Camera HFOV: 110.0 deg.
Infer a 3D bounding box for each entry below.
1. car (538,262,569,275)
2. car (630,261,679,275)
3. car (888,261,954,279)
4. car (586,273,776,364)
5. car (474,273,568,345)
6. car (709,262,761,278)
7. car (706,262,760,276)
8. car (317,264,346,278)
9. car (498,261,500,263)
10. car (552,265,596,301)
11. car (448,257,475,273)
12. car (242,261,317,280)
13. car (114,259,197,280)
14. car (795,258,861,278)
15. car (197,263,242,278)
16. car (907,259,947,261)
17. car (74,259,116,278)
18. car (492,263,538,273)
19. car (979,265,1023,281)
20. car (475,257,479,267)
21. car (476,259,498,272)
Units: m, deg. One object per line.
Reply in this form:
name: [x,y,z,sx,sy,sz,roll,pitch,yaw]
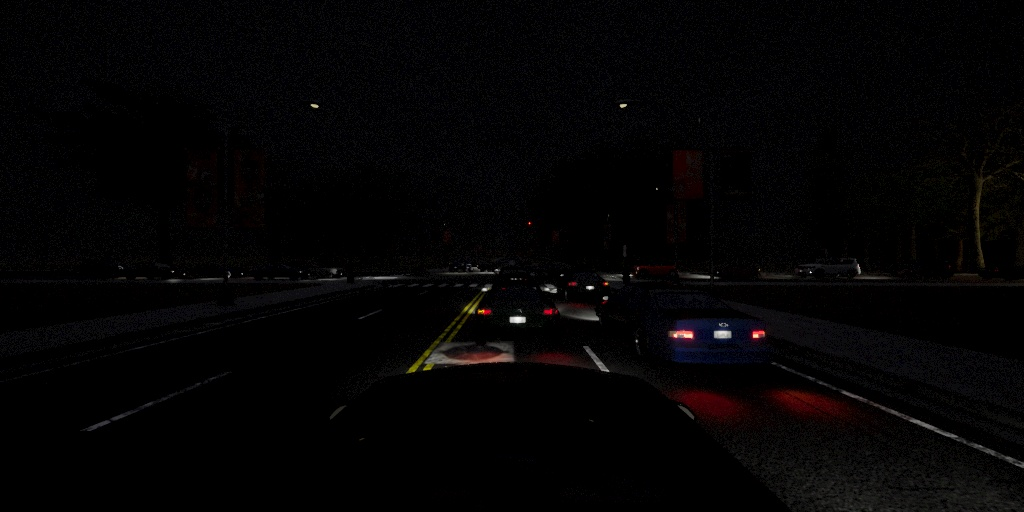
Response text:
car: [4.777,1.335,34.991,4.902,1.511,2.128,0,0,21]
car: [14.598,1.265,36.984,4.553,1.767,2.097,0,0,-1]
car: [42.657,1.568,37.185,4.902,1.511,2.128,0,0,0]
car: [3.353,1.303,8.231,2.033,1.411,5.357,0,0,0]
car: [0.106,1.320,9.580,1.994,1.385,4.181,0,0,0]
car: [23.232,1.521,37.078,4.181,1.385,1.994,0,0,-2]
car: [24.802,1.475,40.325,4.892,1.490,1.837,0,0,-1]
car: [-18.078,1.365,33.321,4.718,1.301,1.895,0,0,-1]
car: [-3.309,1.562,60.796,1.895,1.301,4.718,0,0,0]
car: [3.356,1.340,17.475,1.994,1.385,4.181,0,0,0]
car: [-6.831,1.114,47.613,2.150,2.045,5.566,0,-1,5]
car: [-19.390,1.280,30.067,4.674,1.442,1.812,0,0,-2]
car: [-29.714,1.243,29.961,4.674,1.442,1.812,0,0,-1]
car: [32.674,1.230,37.135,5.566,2.045,2.150,0,0,0]
car: [-27.219,1.332,33.235,4.718,1.301,1.895,0,0,-1]
car: [45.924,1.328,40.434,5.566,2.045,2.150,0,0,0]
car: [-37.226,1.052,33.147,4.553,1.767,2.097,0,0,0]
car: [0.098,1.283,18.486,1.837,1.490,4.892,0,0,0]
car: [47.241,1.596,33.800,4.902,1.511,2.128,1,0,0]
car: [-6.559,1.186,61.183,2.150,2.045,5.566,0,0,0]
car: [-3.285,1.442,48.579,2.033,1.411,5.357,0,0,-1]
